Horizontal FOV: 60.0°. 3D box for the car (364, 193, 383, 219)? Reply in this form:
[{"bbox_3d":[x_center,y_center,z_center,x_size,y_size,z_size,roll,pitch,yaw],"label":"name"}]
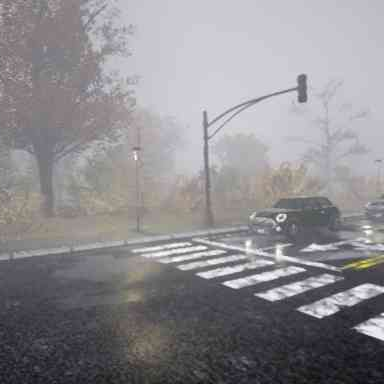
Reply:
[{"bbox_3d":[12.626,0.711,20.478,4.553,1.767,2.097,-2,1,-33],"label":"car"}]

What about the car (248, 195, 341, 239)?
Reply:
[{"bbox_3d":[4.687,0.976,15.116,4.553,1.767,2.097,-2,1,-34],"label":"car"}]
